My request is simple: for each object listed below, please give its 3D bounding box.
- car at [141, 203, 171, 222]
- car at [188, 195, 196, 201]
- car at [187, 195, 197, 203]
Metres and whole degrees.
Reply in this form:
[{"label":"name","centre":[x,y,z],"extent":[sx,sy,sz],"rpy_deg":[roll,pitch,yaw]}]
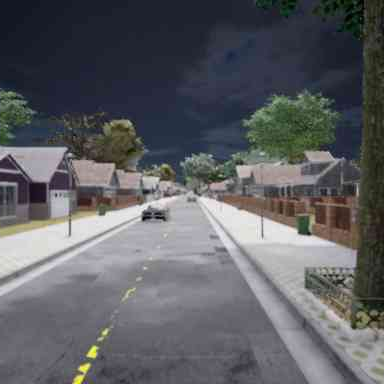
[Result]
[{"label":"car","centre":[-2.764,1.584,26.024],"extent":[1.895,1.301,4.718],"rpy_deg":[0,0,0]},{"label":"car","centre":[-0.006,1.349,77.254],"extent":[1.895,1.301,4.718],"rpy_deg":[0,0,0]},{"label":"car","centre":[-0.004,1.371,67.124],"extent":[2.128,1.511,4.902],"rpy_deg":[0,0,0]}]
